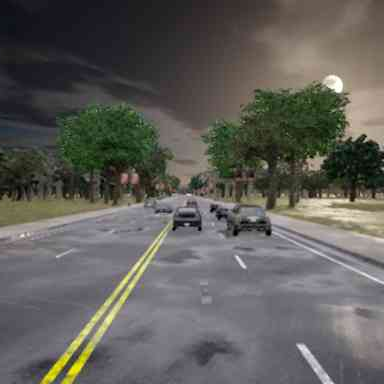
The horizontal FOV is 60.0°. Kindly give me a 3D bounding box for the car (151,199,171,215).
[{"bbox_3d":[-3.389,1.846,39.395,1.837,1.490,4.892,0,-1,0],"label":"car"}]

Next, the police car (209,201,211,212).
[{"bbox_3d":[3.203,1.789,41.895,1.930,1.638,5.238,0,0,0],"label":"police car"}]

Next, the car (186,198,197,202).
[{"bbox_3d":[-0.056,1.901,63.669,2.097,1.767,4.553,0,0,0],"label":"car"}]

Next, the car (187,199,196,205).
[{"bbox_3d":[-0.212,2.196,75.385,1.994,1.385,4.181,0,0,0],"label":"car"}]

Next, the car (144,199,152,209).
[{"bbox_3d":[-6.675,1.959,54.020,2.128,1.511,4.902,0,0,0],"label":"car"}]

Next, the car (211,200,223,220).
[{"bbox_3d":[3.233,1.771,30.810,2.163,1.488,4.792,0,0,0],"label":"car"}]

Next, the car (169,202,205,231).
[{"bbox_3d":[-0.250,1.701,22.393,1.837,1.490,4.892,0,0,1],"label":"car"}]

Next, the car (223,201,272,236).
[{"bbox_3d":[3.250,1.524,19.746,2.097,1.767,4.553,0,0,0],"label":"car"}]
